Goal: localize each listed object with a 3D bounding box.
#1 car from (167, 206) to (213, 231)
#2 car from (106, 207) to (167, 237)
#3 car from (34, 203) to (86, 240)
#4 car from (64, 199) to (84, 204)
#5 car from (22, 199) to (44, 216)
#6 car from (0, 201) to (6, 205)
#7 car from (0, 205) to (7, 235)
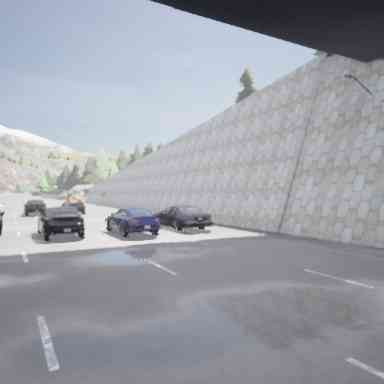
[{"bbox_3d":[-0.759,1.551,20.701,2.033,1.411,5.357,0,0,-29],"label":"car"},{"bbox_3d":[-3.263,1.528,17.971,1.812,1.442,4.674,0,0,-29],"label":"car"},{"bbox_3d":[-6.825,1.504,17.206,1.837,1.490,4.892,0,0,-29],"label":"car"},{"bbox_3d":[-12.276,1.494,34.269,2.128,1.511,4.902,0,0,-29],"label":"car"},{"bbox_3d":[-15.523,1.504,32.912,1.837,1.490,4.892,0,0,-29],"label":"car"},{"bbox_3d":[-18.927,1.523,31.812,1.812,1.442,4.674,0,0,-29],"label":"car"},{"bbox_3d":[-11.276,1.599,18.019,1.895,1.301,4.718,0,0,-29],"label":"car"}]
